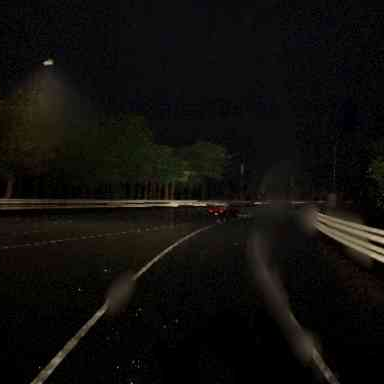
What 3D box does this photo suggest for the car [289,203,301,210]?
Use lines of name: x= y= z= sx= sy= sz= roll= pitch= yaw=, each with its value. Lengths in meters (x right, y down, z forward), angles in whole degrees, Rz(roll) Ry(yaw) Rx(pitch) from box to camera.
car: x=21.904 y=2.995 z=70.760 sx=1.994 sy=1.385 sz=4.181 roll=2 pitch=-1 yaw=28

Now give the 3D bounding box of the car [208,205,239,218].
car: x=3.495 y=2.015 z=35.700 sx=1.895 sy=1.301 sz=4.718 roll=2 pitch=-1 yaw=28
